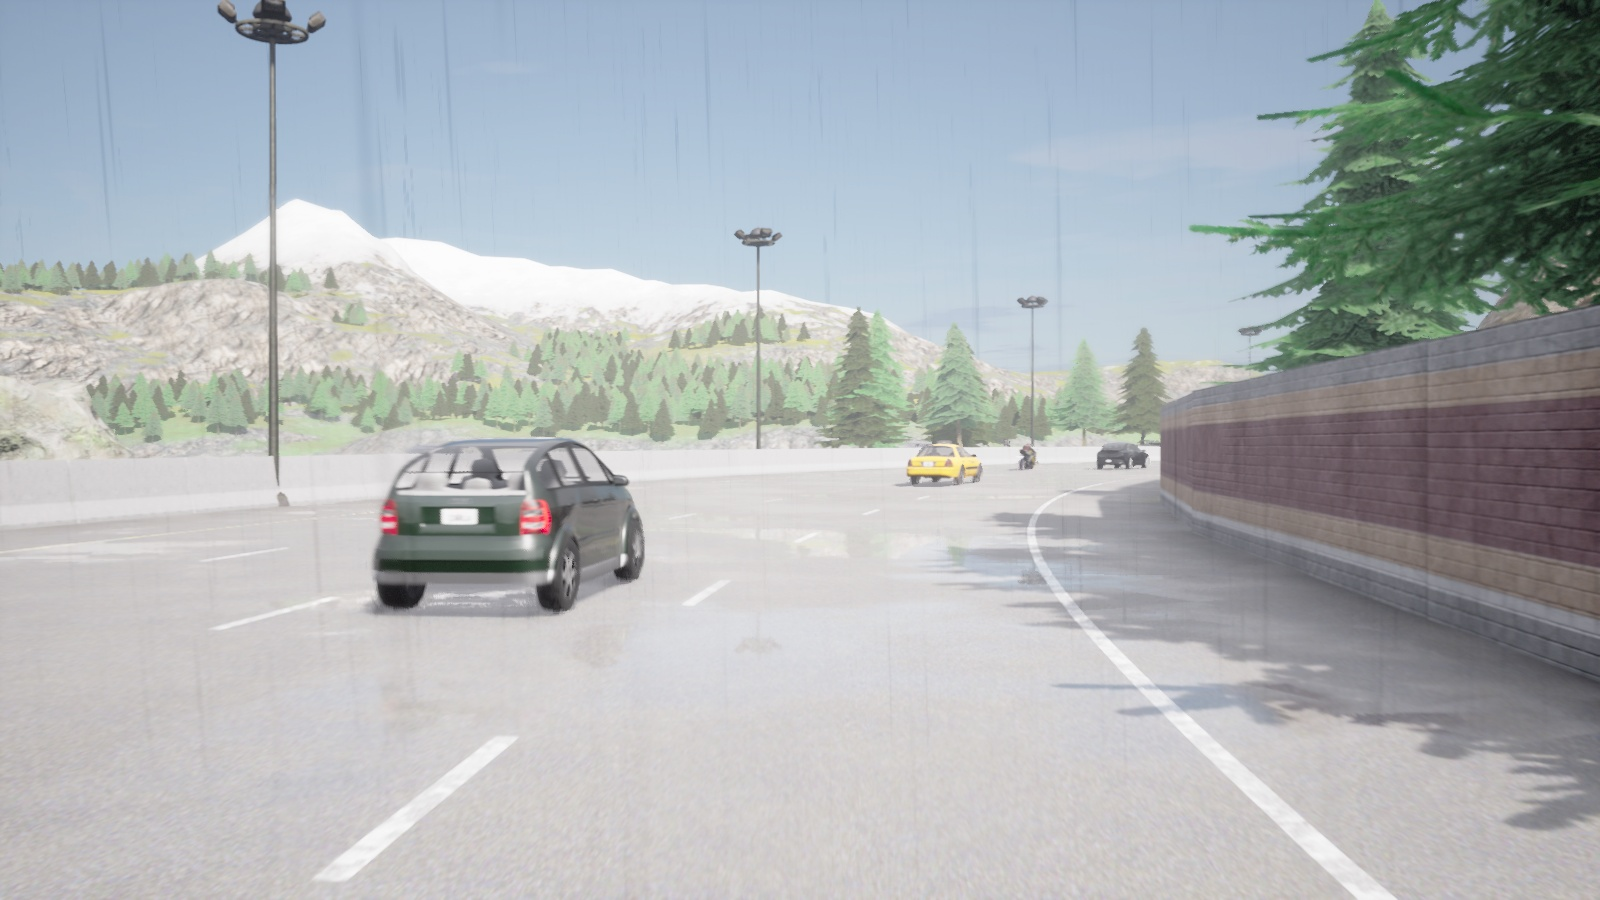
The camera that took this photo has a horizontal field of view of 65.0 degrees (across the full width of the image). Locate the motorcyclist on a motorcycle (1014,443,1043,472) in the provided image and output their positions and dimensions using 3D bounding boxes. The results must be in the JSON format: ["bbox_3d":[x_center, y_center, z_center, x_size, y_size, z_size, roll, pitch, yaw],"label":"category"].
[{"bbox_3d":[12.445,0.408,68.353,0.866,1.530,2.191,1,1,31],"label":"motorcyclist on a motorcycle"}]

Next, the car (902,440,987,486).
[{"bbox_3d":[5.302,0.434,45.471,1.801,1.575,5.366,0,0,21],"label":"car"}]

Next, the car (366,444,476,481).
[{"bbox_3d":[-15.184,0.472,50.619,1.812,1.442,4.674,0,0,20],"label":"car"}]

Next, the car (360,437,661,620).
[{"bbox_3d":[-2.681,0.652,12.542,1.789,1.549,3.705,0,0,6],"label":"car"}]

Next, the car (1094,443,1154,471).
[{"bbox_3d":[18.372,0.368,71.145,1.837,1.490,4.892,0,0,33],"label":"car"}]
